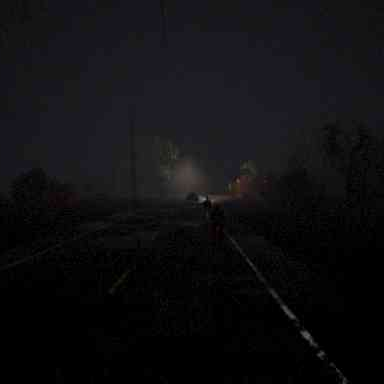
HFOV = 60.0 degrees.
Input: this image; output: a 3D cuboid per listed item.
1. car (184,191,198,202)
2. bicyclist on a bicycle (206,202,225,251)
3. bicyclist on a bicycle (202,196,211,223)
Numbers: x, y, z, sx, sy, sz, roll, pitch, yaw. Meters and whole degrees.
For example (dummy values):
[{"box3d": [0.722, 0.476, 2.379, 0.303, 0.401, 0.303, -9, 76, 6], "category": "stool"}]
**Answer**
[{"box3d": [0.083, 0.897, 56.207, 1.994, 1.385, 4.181, 0, 1, 0], "category": "car"}, {"box3d": [0.961, 1.315, 12.394, 0.582, 1.620, 1.656, 0, 0, 0], "category": "bicyclist on a bicycle"}, {"box3d": [0.958, 1.135, 21.046, 0.659, 1.776, 1.843, 0, 1, 0], "category": "bicyclist on a bicycle"}]
